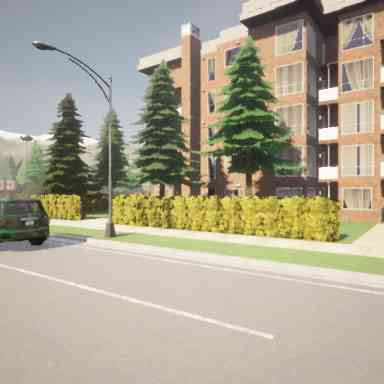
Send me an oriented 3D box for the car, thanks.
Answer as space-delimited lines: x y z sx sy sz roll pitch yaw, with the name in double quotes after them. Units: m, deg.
-8.293 1.255 14.084 5.566 2.045 2.150 0 0 36 "car"
